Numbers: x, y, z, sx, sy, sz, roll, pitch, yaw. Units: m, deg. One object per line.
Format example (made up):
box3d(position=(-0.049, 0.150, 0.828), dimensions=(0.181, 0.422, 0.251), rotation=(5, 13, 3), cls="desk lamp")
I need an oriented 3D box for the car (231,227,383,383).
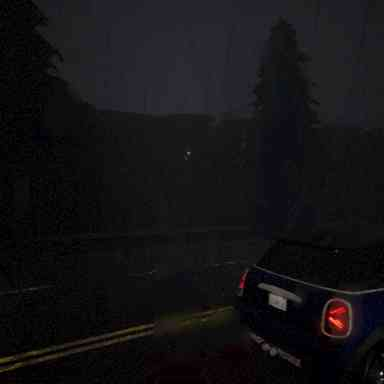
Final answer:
box3d(position=(2.900, 1.346, 5.066), dimensions=(4.553, 1.767, 2.097), rotation=(0, 0, -29), cls="car")
